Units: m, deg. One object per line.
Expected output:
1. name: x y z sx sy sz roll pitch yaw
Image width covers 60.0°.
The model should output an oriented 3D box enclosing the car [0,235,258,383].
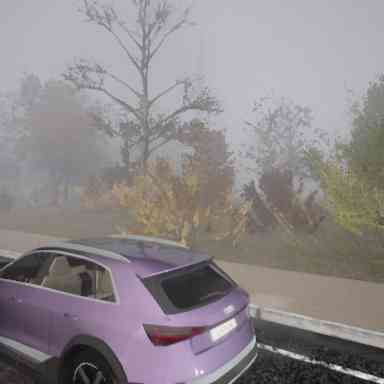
1. car: -1.506 1.429 4.653 4.856 1.649 2.033 0 0 36
